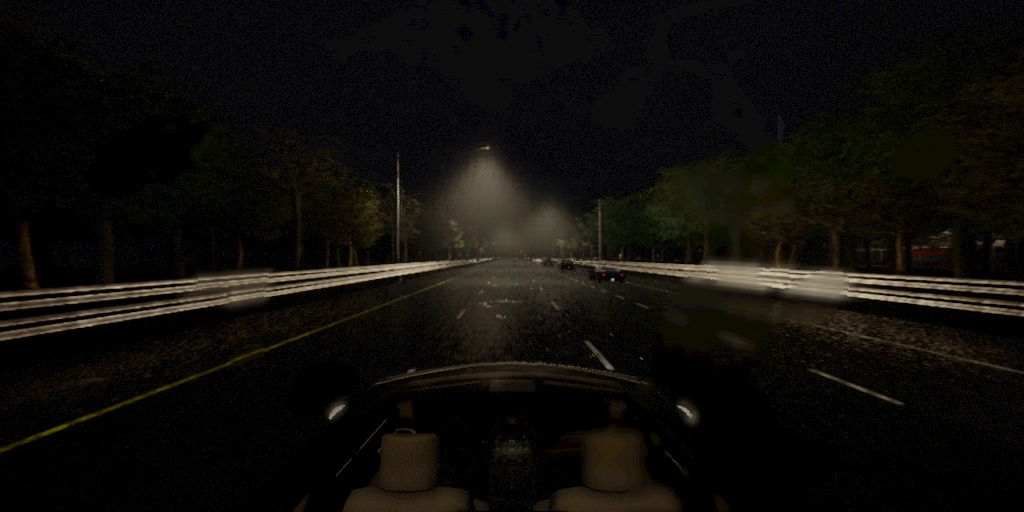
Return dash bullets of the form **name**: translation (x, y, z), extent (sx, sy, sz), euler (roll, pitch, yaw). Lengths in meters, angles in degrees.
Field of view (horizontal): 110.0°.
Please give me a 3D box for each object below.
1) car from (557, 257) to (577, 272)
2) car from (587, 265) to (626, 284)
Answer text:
- **car**: translation (7.094, 1.263, 47.133), extent (1.882, 1.535, 5.008), euler (0, 0, 0)
- **car**: translation (7.027, 1.369, 27.258), extent (1.895, 1.301, 4.718), euler (0, 0, 0)
